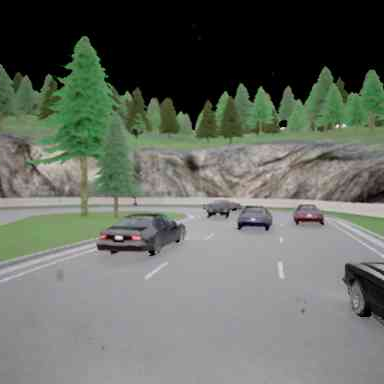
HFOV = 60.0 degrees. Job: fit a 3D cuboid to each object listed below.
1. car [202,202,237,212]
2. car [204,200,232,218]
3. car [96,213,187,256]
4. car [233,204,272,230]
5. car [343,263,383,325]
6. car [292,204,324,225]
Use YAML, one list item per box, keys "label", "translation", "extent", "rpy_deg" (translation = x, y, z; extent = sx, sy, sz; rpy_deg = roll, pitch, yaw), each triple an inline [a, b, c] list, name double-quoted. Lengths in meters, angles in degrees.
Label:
- label: "car"
  translation: [3.349, 1.579, 38.525]
  extent: [2.033, 1.411, 5.357]
  rpy_deg: [0, 0, -35]
- label: "car"
  translation: [2.378, 1.625, 30.763]
  extent: [1.895, 1.301, 4.718]
  rpy_deg: [0, 0, 4]
- label: "car"
  translation: [-1.757, 1.555, 13.335]
  extent: [2.033, 1.411, 5.357]
  rpy_deg: [0, 0, 15]
- label: "car"
  translation: [4.116, 1.585, 21.556]
  extent: [1.994, 1.385, 4.181]
  rpy_deg: [0, 0, 15]
- label: "car"
  translation: [3.797, 1.608, 4.448]
  extent: [1.895, 1.301, 4.718]
  rpy_deg: [0, 0, 3]
- label: "car"
  translation: [8.534, 1.591, 24.672]
  extent: [1.994, 1.385, 4.181]
  rpy_deg: [0, 0, 14]
